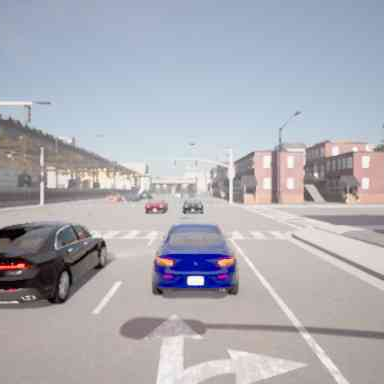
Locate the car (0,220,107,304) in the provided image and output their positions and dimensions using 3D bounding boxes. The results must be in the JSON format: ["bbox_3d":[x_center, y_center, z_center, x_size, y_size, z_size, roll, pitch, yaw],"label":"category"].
[{"bbox_3d":[-3.426,1.444,7.992,1.837,1.490,4.892,0,0,0],"label":"car"}]

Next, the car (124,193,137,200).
[{"bbox_3d":[-13.984,0.963,75.676,2.128,1.511,4.902,0,0,0],"label":"car"}]

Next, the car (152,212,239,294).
[{"bbox_3d":[0.079,1.462,8.456,1.812,1.442,4.674,0,0,0],"label":"car"}]

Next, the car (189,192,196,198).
[{"bbox_3d":[0.020,0.737,93.147,1.882,1.535,5.008,0,0,0],"label":"car"}]

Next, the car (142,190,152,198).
[{"bbox_3d":[-10.484,0.660,76.074,2.150,2.045,5.566,0,0,0],"label":"car"}]

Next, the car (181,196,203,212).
[{"bbox_3d":[0.104,1.356,32.833,1.895,1.301,4.718,0,0,0],"label":"car"}]

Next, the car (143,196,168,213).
[{"bbox_3d":[-3.396,1.356,32.836,1.895,1.301,4.718,0,0,0],"label":"car"}]

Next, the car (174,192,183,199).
[{"bbox_3d":[-3.483,0.908,82.943,1.812,1.442,4.674,0,0,0],"label":"car"}]

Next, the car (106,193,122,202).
[{"bbox_3d":[-14.031,0.907,59.928,2.097,1.767,4.553,0,0,0],"label":"car"}]

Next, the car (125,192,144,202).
[{"bbox_3d":[-10.530,1.103,59.807,2.033,1.411,5.357,0,0,1],"label":"car"}]

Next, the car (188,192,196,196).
[{"bbox_3d":[0.017,0.914,82.646,2.033,1.411,5.357,0,0,0],"label":"car"}]

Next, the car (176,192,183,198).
[{"bbox_3d":[-3.480,0.783,93.147,1.812,1.442,4.674,0,0,0],"label":"car"}]
